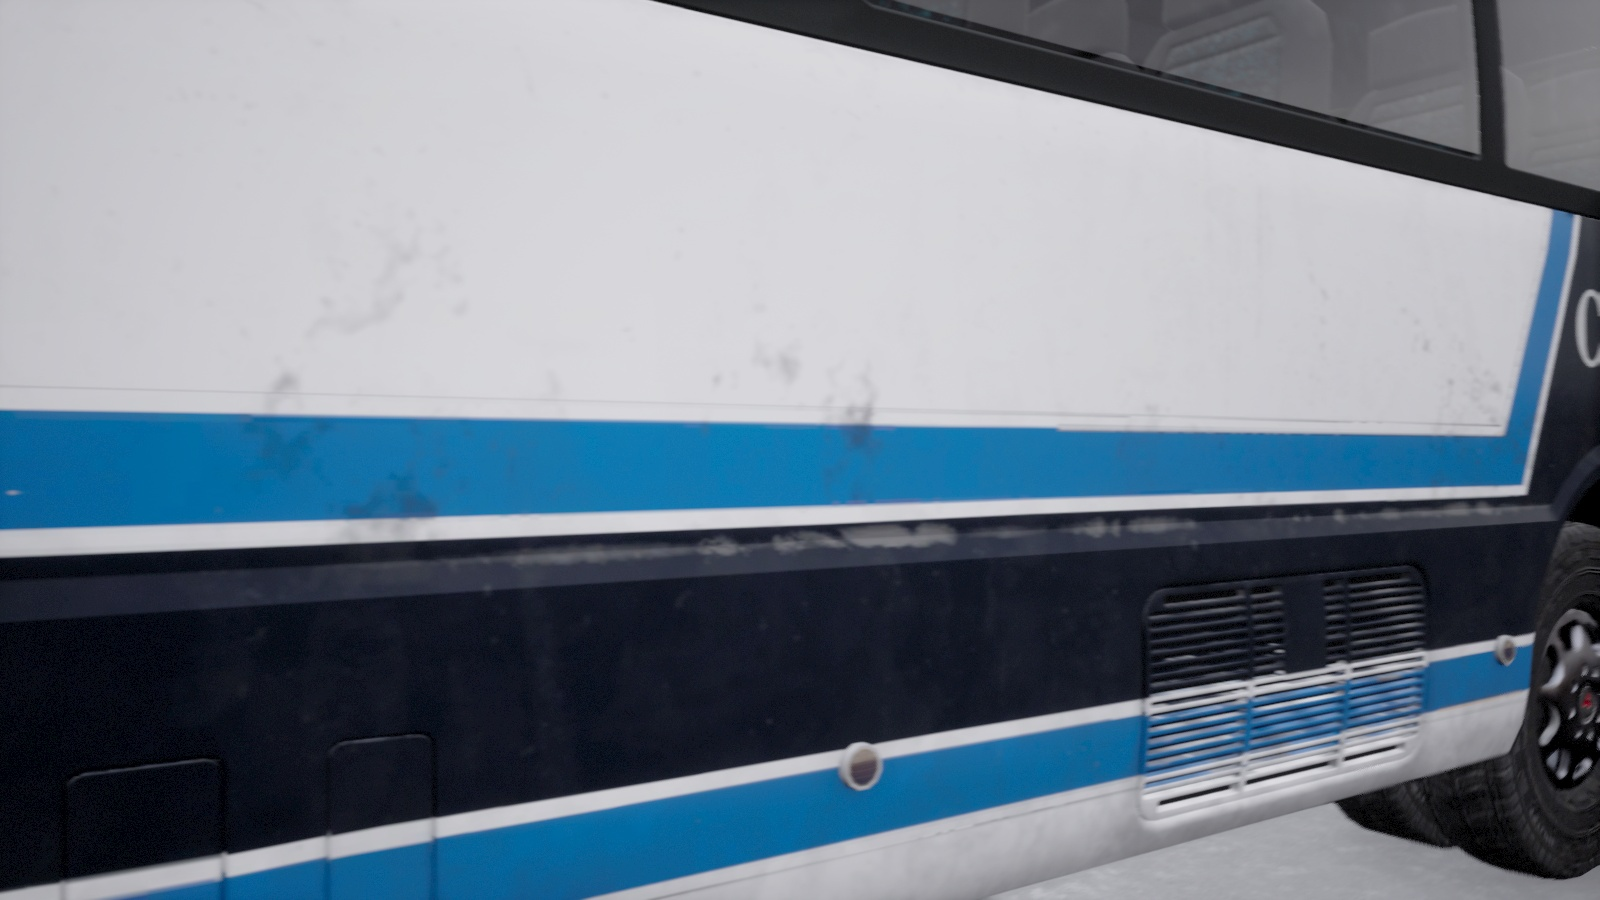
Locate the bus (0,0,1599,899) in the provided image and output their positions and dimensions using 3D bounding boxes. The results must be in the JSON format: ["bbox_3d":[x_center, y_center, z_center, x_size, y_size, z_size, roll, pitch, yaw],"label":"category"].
[{"bbox_3d":[-0.318,-0.621,4.052,10.273,4.253,3.944,0,0,-35],"label":"bus"}]
